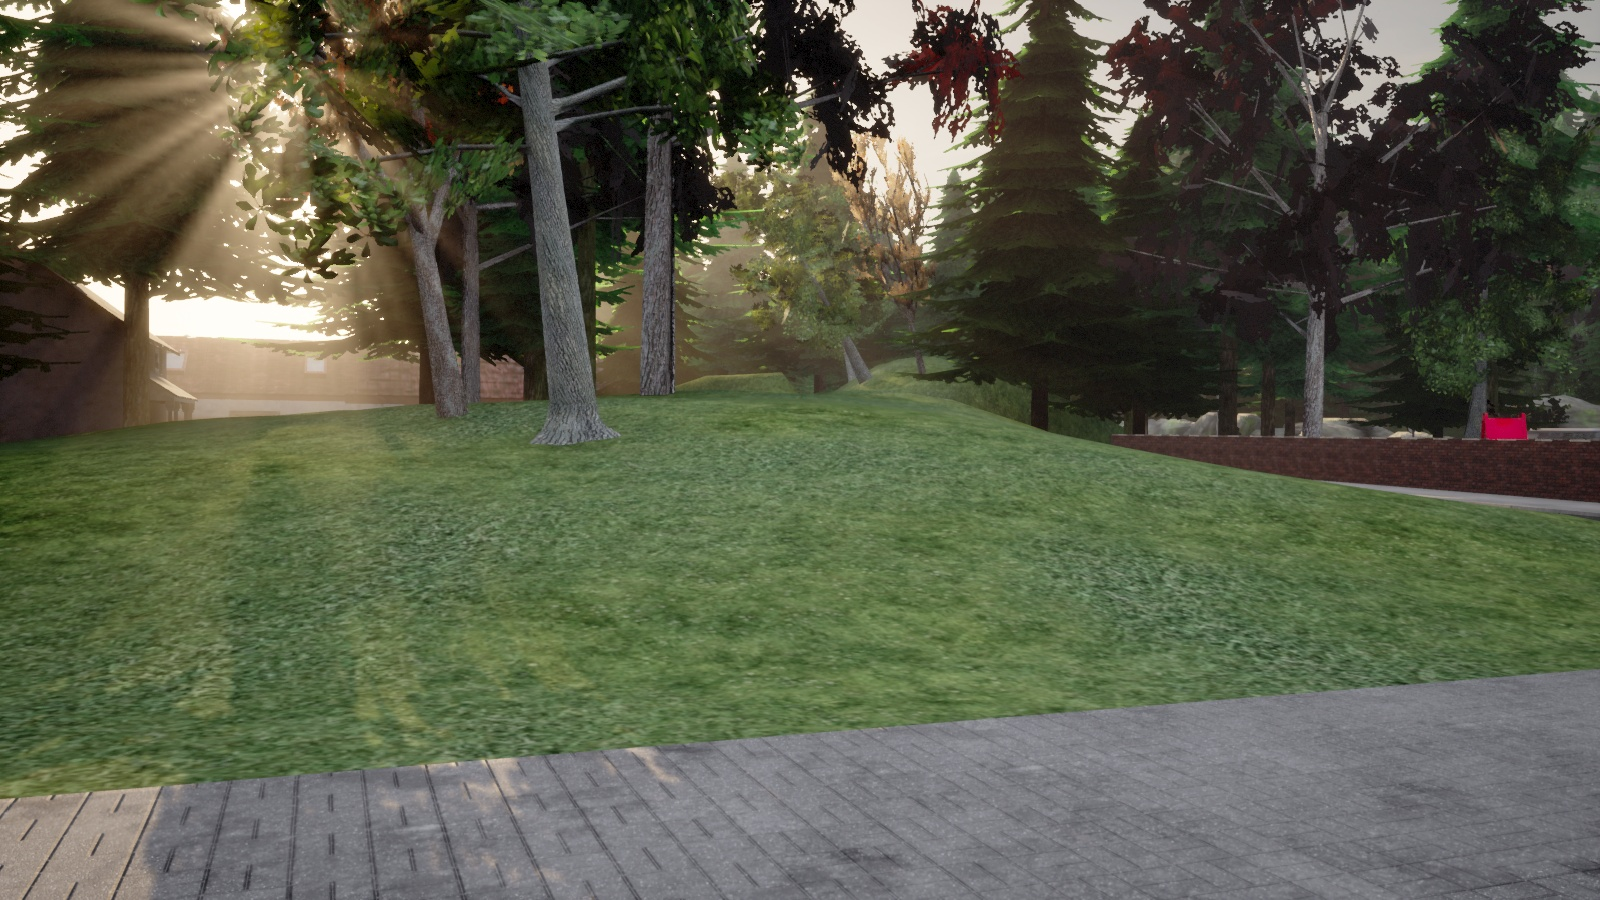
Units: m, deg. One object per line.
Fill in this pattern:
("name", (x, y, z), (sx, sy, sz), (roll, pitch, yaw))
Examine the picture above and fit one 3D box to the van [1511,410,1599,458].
("van", (33.821, -0.710, 55.093), (1.775, 1.987, 4.442), (-1, 1, -21))
